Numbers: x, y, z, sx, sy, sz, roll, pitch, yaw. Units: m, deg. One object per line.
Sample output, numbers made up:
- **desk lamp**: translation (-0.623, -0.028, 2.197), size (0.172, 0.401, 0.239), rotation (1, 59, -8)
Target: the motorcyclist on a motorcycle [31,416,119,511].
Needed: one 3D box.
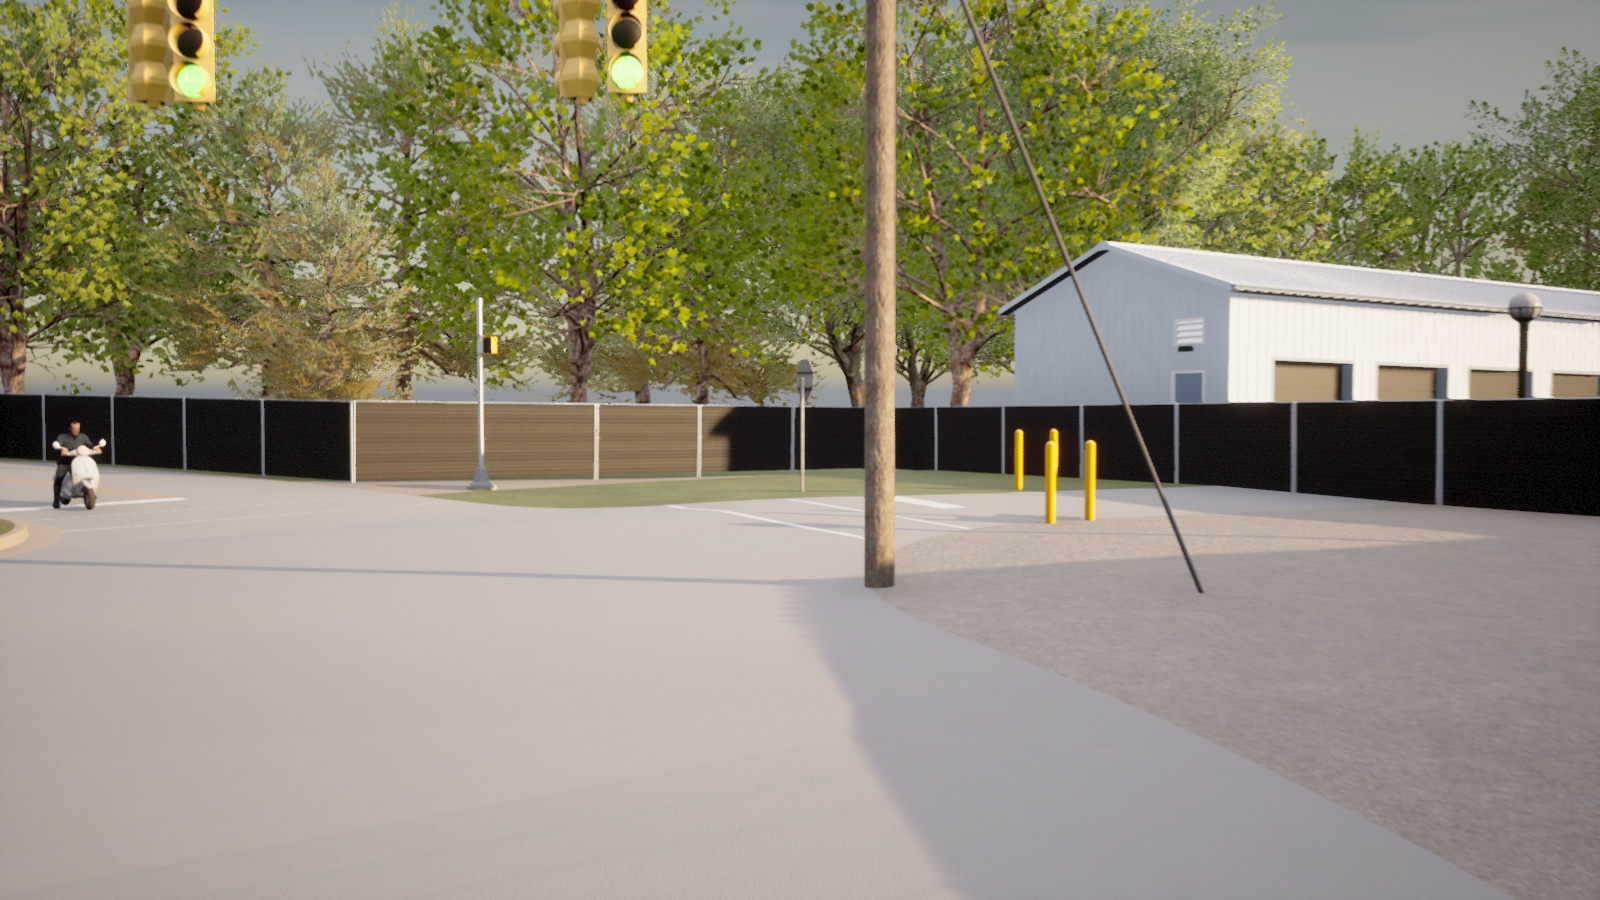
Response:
- **motorcyclist on a motorcycle**: translation (-13.218, 0.214, 22.873), size (1.817, 1.590, 0.866), rotation (3, 4, 43)
